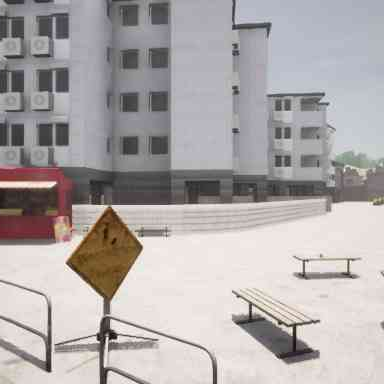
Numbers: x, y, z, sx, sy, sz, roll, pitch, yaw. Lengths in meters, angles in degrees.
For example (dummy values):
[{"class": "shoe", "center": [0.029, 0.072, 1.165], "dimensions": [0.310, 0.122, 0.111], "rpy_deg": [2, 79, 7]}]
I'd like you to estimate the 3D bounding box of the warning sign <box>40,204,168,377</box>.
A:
[{"class": "warning sign", "center": [-1.147, 1.115, 4.503], "dimensions": [1.060, 1.860, 1.300], "rpy_deg": [0, 0, 36]}]
